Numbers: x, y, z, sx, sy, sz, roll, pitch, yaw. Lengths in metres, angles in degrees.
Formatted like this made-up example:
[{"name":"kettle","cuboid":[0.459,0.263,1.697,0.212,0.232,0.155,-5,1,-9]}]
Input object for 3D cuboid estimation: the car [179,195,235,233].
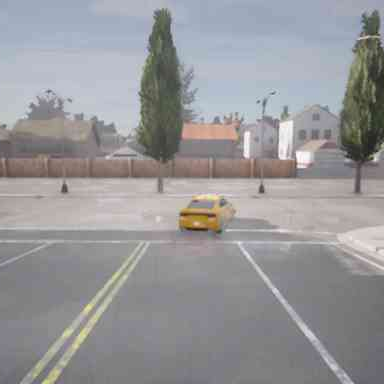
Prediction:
[{"name":"car","cuboid":[0.845,0.895,16.355,1.882,1.535,5.008,1,7,15]}]
